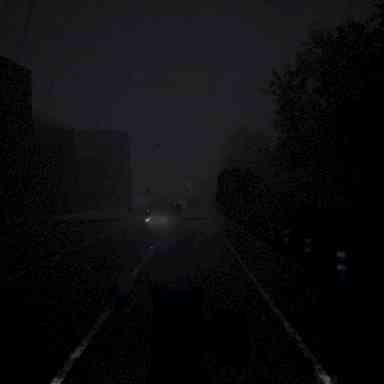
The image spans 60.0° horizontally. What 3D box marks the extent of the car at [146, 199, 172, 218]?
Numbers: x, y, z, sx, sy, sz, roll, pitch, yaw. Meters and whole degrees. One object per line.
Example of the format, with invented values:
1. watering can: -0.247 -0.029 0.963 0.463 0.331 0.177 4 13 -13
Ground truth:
1. car: -3.354 1.724 32.816 1.812 1.442 4.674 0 0 1

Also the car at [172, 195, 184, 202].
1. car: -3.367 1.573 68.668 2.150 2.045 5.566 0 1 -3

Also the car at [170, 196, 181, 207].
1. car: -3.249 1.801 53.649 1.882 1.535 5.008 0 0 1

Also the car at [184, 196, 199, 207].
1. car: 0.144 1.707 58.732 2.097 1.767 4.553 0 0 0

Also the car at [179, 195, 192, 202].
1. car: -1.504 1.584 80.004 1.882 1.535 5.008 -2 1 -16
